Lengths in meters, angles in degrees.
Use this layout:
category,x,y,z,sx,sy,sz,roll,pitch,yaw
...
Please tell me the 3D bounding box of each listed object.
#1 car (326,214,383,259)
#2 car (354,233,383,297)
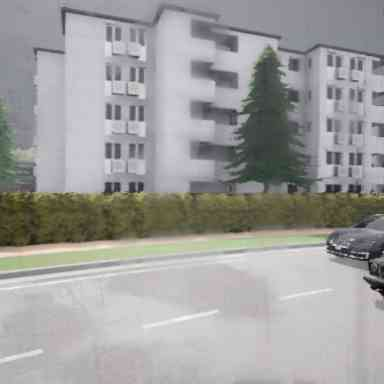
category,x,y,z,sx,sy,sz,roll,pitch,yaw
car,6.708,1.471,10.955,4.892,1.490,1.837,1,0,-21
car,5.860,1.586,6.779,4.718,1.301,1.895,0,0,-23
